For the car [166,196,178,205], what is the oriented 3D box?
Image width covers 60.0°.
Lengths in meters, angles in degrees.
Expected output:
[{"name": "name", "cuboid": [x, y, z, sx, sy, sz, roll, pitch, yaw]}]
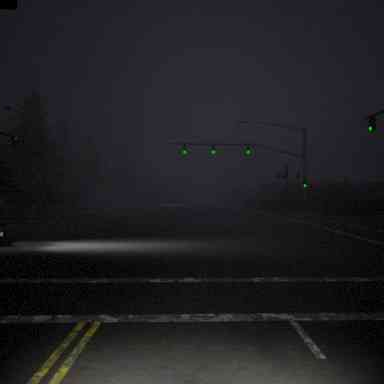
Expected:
[{"name": "car", "cuboid": [-3.559, 1.525, 59.869, 1.812, 1.442, 4.674, 0, 0, 0]}]

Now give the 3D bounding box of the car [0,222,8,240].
[{"name": "car", "cuboid": [-10.192, 1.450, 13.532, 4.902, 1.511, 2.128, 0, 0, -1]}]
